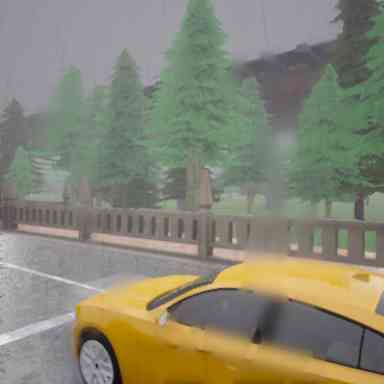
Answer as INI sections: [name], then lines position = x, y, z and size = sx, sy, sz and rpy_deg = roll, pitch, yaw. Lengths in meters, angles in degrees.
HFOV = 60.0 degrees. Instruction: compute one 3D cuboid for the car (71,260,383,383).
[car]
position = 0.808, 1.470, 3.393
size = 5.008, 1.535, 1.882
rpy_deg = 0, 0, 36
